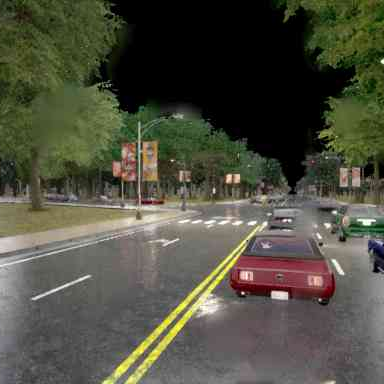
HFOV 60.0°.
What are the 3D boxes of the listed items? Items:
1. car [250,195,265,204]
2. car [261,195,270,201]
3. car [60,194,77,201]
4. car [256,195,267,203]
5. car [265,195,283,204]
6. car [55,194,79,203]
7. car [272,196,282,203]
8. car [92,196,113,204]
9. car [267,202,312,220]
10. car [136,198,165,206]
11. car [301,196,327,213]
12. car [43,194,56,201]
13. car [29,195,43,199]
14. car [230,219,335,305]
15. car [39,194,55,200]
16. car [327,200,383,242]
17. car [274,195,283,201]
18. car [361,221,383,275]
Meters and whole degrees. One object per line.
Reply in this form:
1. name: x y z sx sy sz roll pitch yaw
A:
1. car: 12.317 1.554 63.633 2.033 1.411 5.357 0 0 18
2. car: 18.285 1.535 82.887 1.812 1.442 4.674 0 0 17
3. car: -29.259 1.261 78.600 4.674 1.442 1.812 0 0 40
4. car: 15.263 1.487 73.076 1.882 1.535 5.008 0 0 17
5. car: 15.392 1.554 62.591 2.033 1.411 5.357 0 0 18
6. car: -24.365 1.311 65.982 4.902 1.511 2.128 0 0 40
7. car: 18.455 1.604 72.396 1.895 1.301 4.718 0 0 17
8. car: -15.877 1.364 58.728 4.674 1.442 1.812 1 0 40
9. car: 4.920 1.505 17.065 1.837 1.490 4.892 0 0 17
10. car: -6.400 1.499 50.965 4.718 1.301 1.895 0 0 37
11. car: 13.665 1.527 33.829 4.902 1.511 2.128 0 0 40
12. car: -31.122 1.264 75.920 4.902 1.511 2.128 0 0 40
13. car: -35.658 1.192 75.491 5.008 1.535 1.882 0 0 40
14. car: 2.247 1.601 8.200 1.895 1.301 4.718 0 0 17
15. car: -37.116 1.225 85.216 4.674 1.442 1.812 0 0 40
16. car: 8.055 1.352 16.197 2.097 1.767 4.553 0 0 17
17. car: 21.506 1.489 82.308 1.882 1.535 5.008 0 0 17
18. car: 5.455 1.601 7.593 1.895 1.301 4.718 0 0 17
